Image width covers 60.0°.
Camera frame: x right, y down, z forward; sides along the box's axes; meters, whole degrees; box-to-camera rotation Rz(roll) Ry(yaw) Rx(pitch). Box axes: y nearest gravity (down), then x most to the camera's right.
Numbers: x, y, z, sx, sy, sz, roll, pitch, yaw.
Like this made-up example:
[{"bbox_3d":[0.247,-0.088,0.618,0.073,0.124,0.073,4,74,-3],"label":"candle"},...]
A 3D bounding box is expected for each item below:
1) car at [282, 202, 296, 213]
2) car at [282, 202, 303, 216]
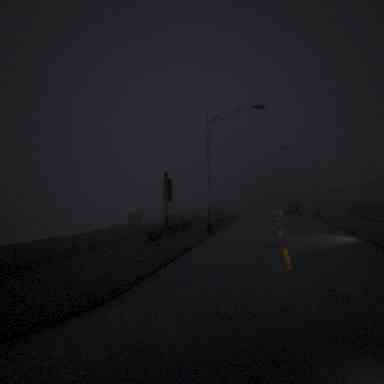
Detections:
[{"bbox_3d":[14.942,2.317,51.417,1.882,1.535,5.008,-1,-1,14],"label":"car"},{"bbox_3d":[12.631,2.024,41.644,2.097,1.767,4.553,-1,-1,14],"label":"car"}]
